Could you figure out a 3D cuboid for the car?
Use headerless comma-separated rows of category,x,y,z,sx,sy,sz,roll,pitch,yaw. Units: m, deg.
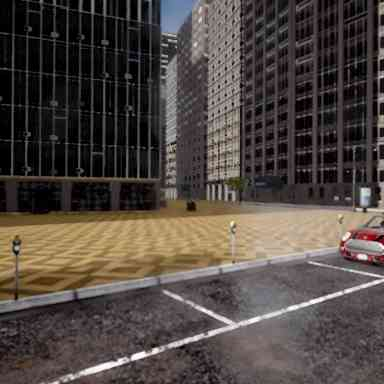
car,6.925,1.502,11.500,4.097,1.590,1.967,0,0,-36
